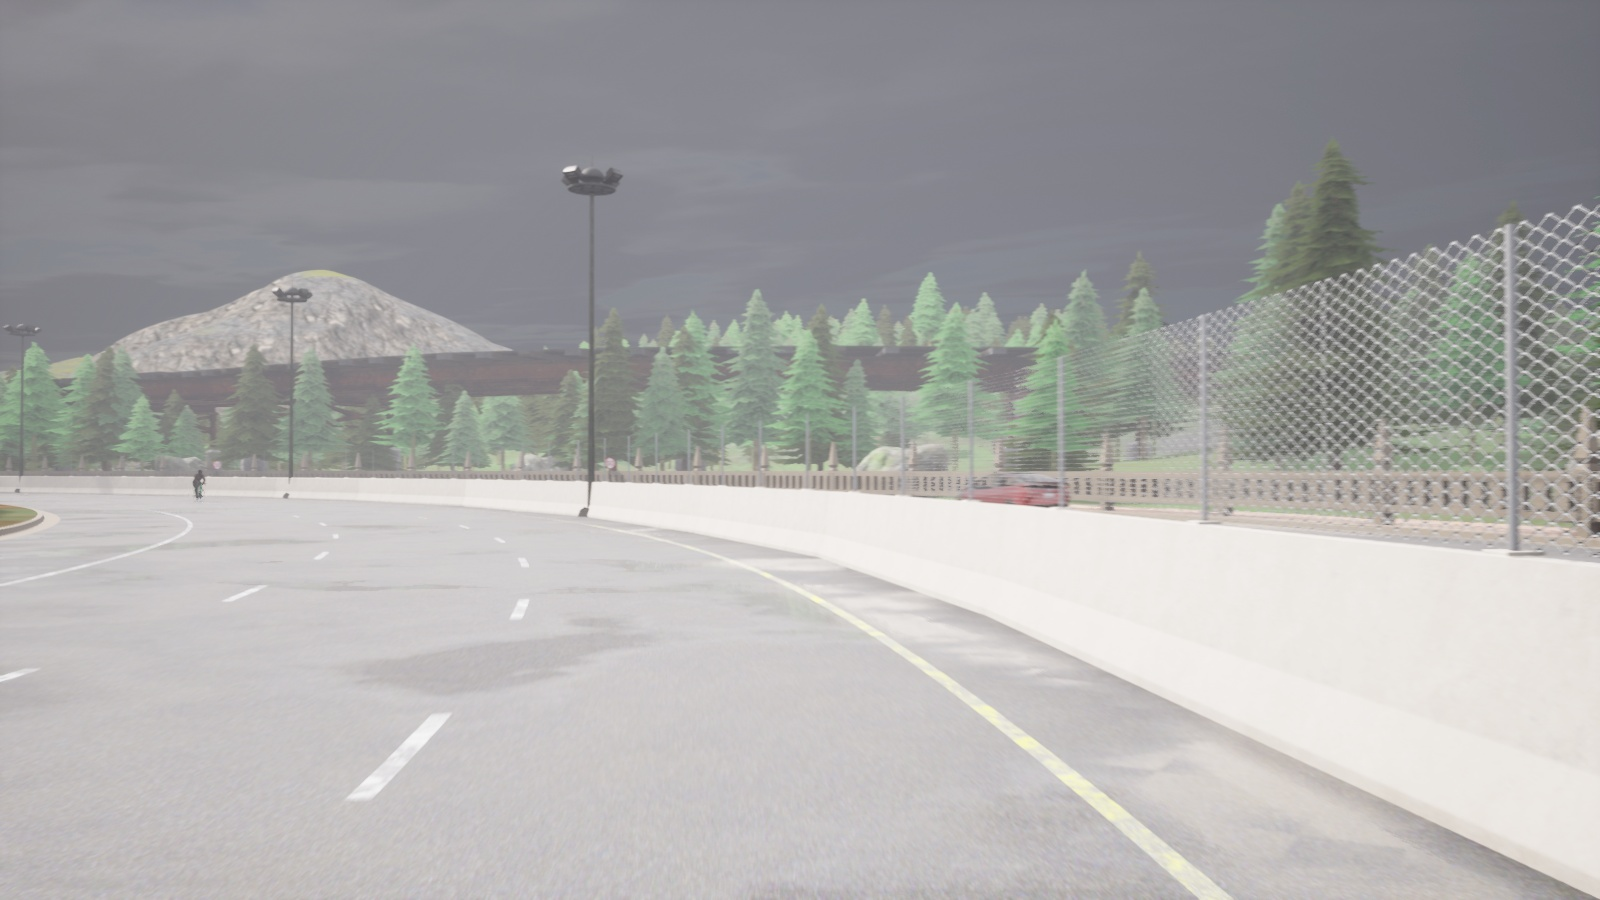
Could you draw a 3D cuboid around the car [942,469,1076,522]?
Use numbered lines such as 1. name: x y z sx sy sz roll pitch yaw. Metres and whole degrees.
1. car: 6.298 1.352 38.376 2.007 1.525 4.514 0 -1 -21
